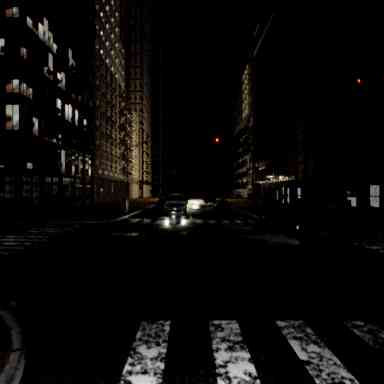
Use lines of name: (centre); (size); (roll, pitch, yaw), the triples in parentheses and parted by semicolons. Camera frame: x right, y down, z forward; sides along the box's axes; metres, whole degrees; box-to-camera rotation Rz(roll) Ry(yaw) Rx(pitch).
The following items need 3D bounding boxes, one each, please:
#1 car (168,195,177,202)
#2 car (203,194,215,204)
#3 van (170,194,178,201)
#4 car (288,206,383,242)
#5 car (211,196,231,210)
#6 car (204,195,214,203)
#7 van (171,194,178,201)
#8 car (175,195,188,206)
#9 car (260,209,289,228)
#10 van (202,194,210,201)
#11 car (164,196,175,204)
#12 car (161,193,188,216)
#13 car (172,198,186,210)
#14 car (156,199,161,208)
car: (-4.377, 1.419, 74.921); (1.967, 1.590, 4.097); (0, 0, 0)
car: (3.585, 1.307, 63.923); (2.192, 1.841, 5.009); (0, 0, 0)
van: (-4.417, 1.314, 80.448); (1.690, 1.788, 3.998); (0, 0, 0)
car: (7.818, 1.653, 17.037); (4.892, 1.490, 1.837); (2, 1, -3)
car: (3.797, 1.575, 41.815); (1.947, 1.339, 4.313); (0, 0, 0)
car: (3.544, 1.426, 69.452); (1.967, 1.590, 4.097); (0, 0, 0)
van: (-4.458, 1.307, 85.976); (1.690, 1.788, 3.998); (0, 0, 0)
car: (-1.760, 1.354, 56.702); (2.097, 1.767, 4.553); (0, 0, -1)
car: (6.727, 1.629, 21.247); (4.674, 1.442, 1.812); (3, 0, 12)
van: (3.463, 1.314, 80.506); (1.690, 1.788, 3.998); (0, 0, 0)
car: (-4.295, 1.558, 63.866); (1.947, 1.339, 4.313); (0, 0, 0)
car: (-1.604, 1.236, 33.749); (2.150, 2.045, 5.566); (0, 0, 0)
car: (-1.683, 1.533, 44.718); (1.812, 1.442, 4.674); (0, 0, 0)
car: (-4.173, 1.588, 47.283); (1.802, 1.307, 4.206); (0, 0, 0)
